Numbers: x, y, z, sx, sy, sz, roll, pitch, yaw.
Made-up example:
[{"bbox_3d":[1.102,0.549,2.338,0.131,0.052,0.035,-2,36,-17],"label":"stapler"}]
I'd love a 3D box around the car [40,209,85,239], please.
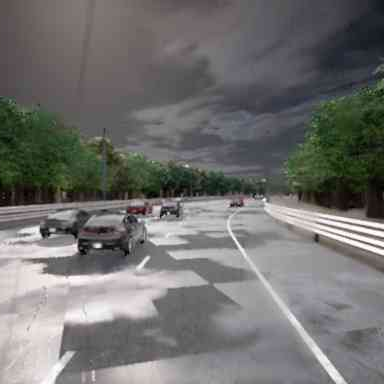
[{"bbox_3d":[-6.434,1.626,17.884,1.812,1.442,4.674,0,0,2],"label":"car"}]

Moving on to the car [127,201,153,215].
[{"bbox_3d":[-5.338,1.693,34.456,1.882,1.535,5.008,0,0,5],"label":"car"}]

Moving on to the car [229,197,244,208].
[{"bbox_3d":[7.477,1.984,56.958,1.895,1.301,4.718,0,0,10],"label":"car"}]

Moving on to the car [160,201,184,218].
[{"bbox_3d":[-1.957,1.711,32.914,1.837,1.490,4.892,0,0,5],"label":"car"}]

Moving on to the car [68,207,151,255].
[{"bbox_3d":[-3.106,1.581,13.645,1.837,1.490,4.892,0,0,2],"label":"car"}]

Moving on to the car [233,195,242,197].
[{"bbox_3d":[8.776,1.673,64.096,2.150,2.045,5.566,0,0,10],"label":"car"}]
